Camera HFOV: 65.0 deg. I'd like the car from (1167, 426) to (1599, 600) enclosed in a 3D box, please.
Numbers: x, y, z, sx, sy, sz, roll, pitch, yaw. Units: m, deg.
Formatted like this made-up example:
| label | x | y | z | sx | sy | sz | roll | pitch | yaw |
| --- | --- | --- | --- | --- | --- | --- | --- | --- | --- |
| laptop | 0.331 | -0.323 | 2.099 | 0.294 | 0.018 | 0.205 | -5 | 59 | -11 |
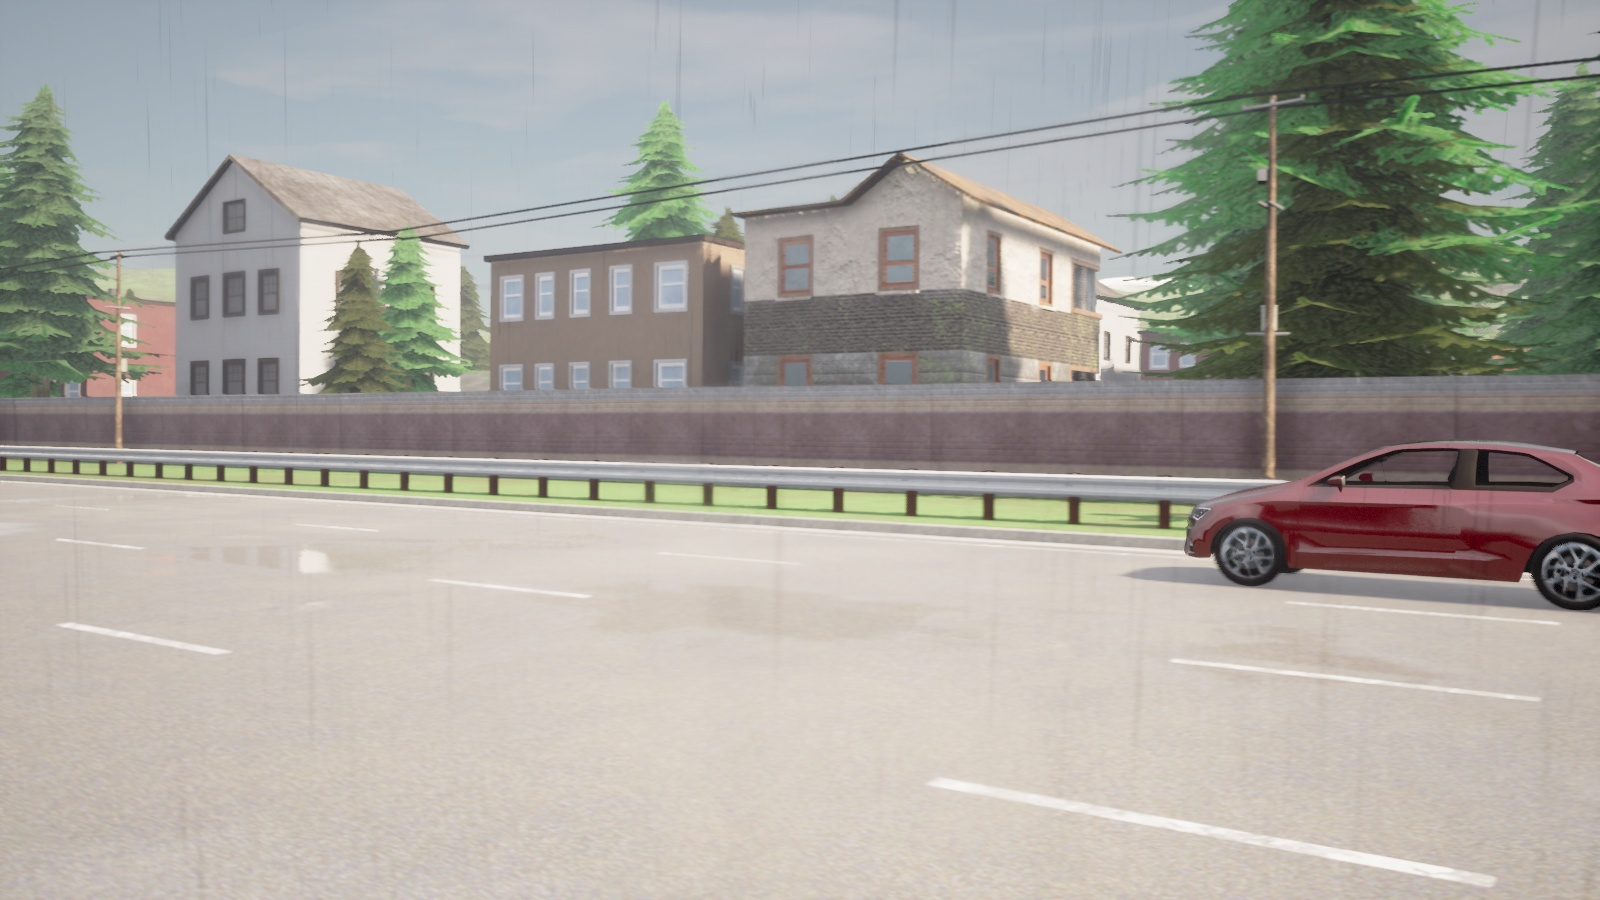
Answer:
| label | x | y | z | sx | sy | sz | roll | pitch | yaw |
| --- | --- | --- | --- | --- | --- | --- | --- | --- | --- |
| car | 5.960 | 0.524 | 12.269 | 4.193 | 1.474 | 1.816 | 0 | 1 | 34 |
